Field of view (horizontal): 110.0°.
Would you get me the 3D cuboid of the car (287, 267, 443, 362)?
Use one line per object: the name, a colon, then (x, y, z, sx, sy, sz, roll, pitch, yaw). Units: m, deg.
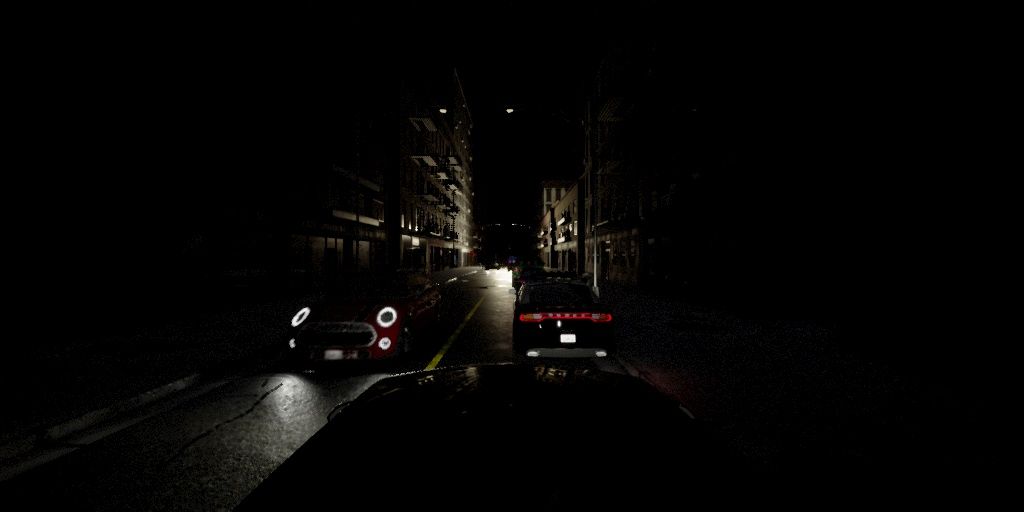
car: (-3.045, 1.103, 8.398, 2.097, 1.767, 4.553, 0, 0, 0)

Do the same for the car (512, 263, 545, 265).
car: (1.028, 1.285, 18.475, 1.812, 1.442, 4.674, 0, 0, 0)

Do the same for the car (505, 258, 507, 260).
car: (0.429, 1.112, 60.570, 2.150, 2.045, 5.566, 0, 0, 0)

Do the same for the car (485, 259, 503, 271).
car: (-2.737, 1.414, 50.929, 1.994, 1.385, 4.181, 0, 0, 0)

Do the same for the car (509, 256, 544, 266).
car: (1.072, 0.993, 24.506, 2.150, 2.045, 5.566, 0, 0, 0)

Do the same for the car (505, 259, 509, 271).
car: (0.360, 1.436, 47.071, 1.895, 1.301, 4.718, 0, 0, 1)

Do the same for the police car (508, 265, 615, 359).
police car: (0.957, 1.176, 8.584, 1.930, 1.638, 5.238, 0, 0, 0)
